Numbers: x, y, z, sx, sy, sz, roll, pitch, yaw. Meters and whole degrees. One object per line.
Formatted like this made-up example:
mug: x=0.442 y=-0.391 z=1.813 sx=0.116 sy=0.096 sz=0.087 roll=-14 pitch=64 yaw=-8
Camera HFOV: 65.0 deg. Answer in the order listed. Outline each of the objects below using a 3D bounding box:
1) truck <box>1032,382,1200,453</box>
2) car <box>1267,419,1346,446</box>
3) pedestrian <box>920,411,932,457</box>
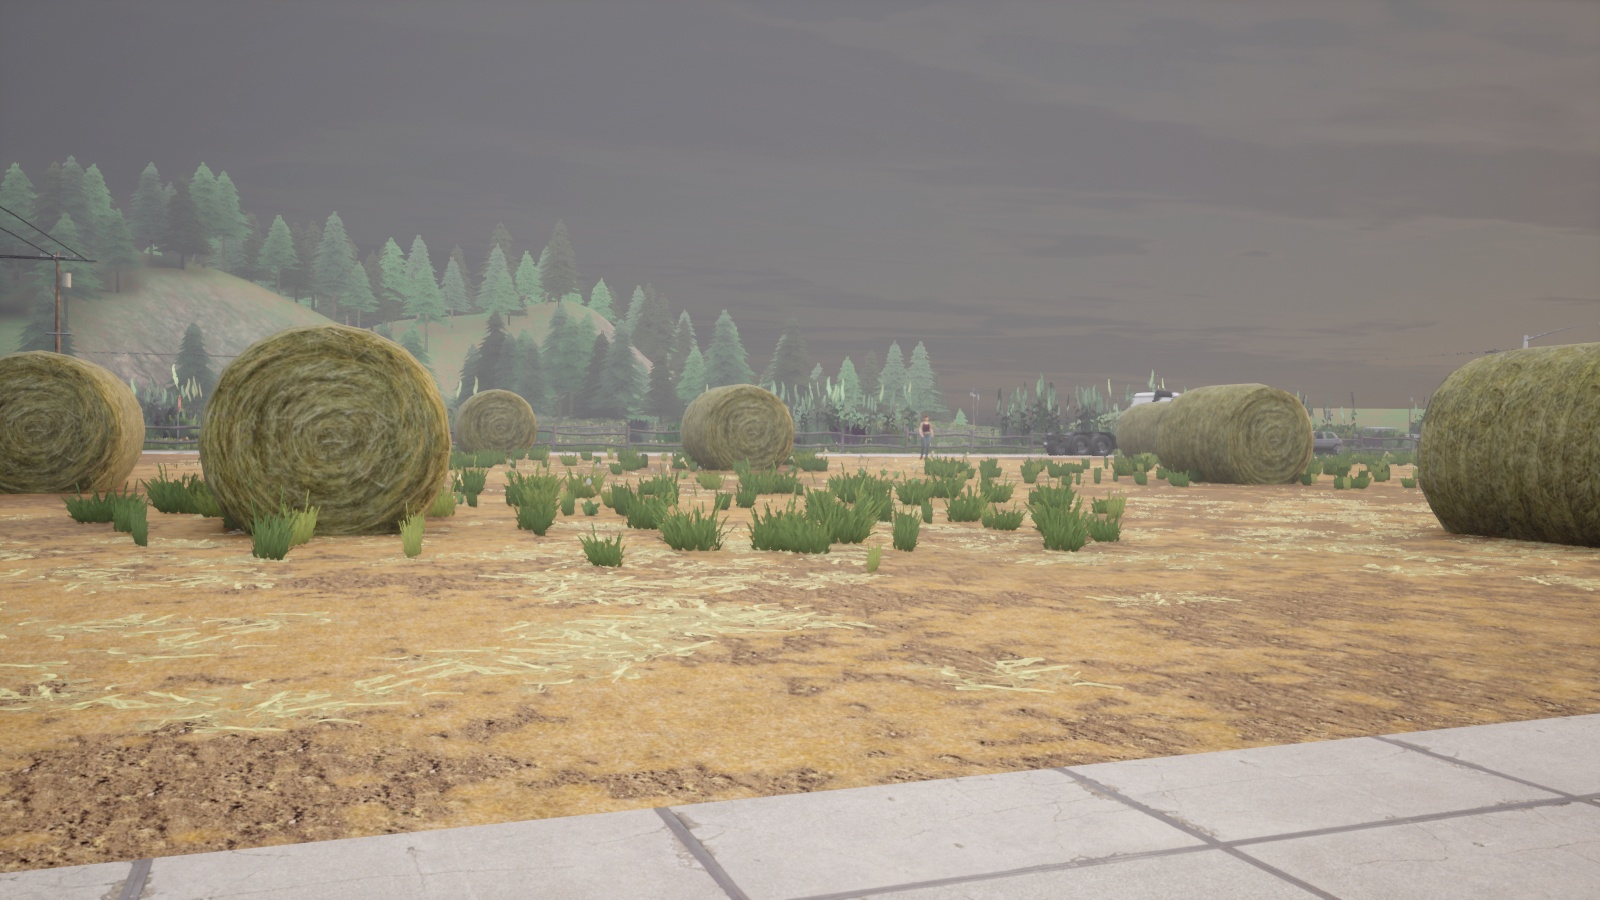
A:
truck: x=16.065 y=-1.675 z=63.961 sx=7.936 sy=3.462 sz=2.891 roll=-1 pitch=1 yaw=-17
car: x=28.853 y=-1.012 z=71.539 sx=3.806 sy=1.475 sz=1.970 roll=-1 pitch=1 yaw=-17
pedestrian: x=5.031 y=-0.652 z=50.225 sx=0.345 sy=1.836 sz=0.594 roll=-1 pitch=1 yaw=-7
